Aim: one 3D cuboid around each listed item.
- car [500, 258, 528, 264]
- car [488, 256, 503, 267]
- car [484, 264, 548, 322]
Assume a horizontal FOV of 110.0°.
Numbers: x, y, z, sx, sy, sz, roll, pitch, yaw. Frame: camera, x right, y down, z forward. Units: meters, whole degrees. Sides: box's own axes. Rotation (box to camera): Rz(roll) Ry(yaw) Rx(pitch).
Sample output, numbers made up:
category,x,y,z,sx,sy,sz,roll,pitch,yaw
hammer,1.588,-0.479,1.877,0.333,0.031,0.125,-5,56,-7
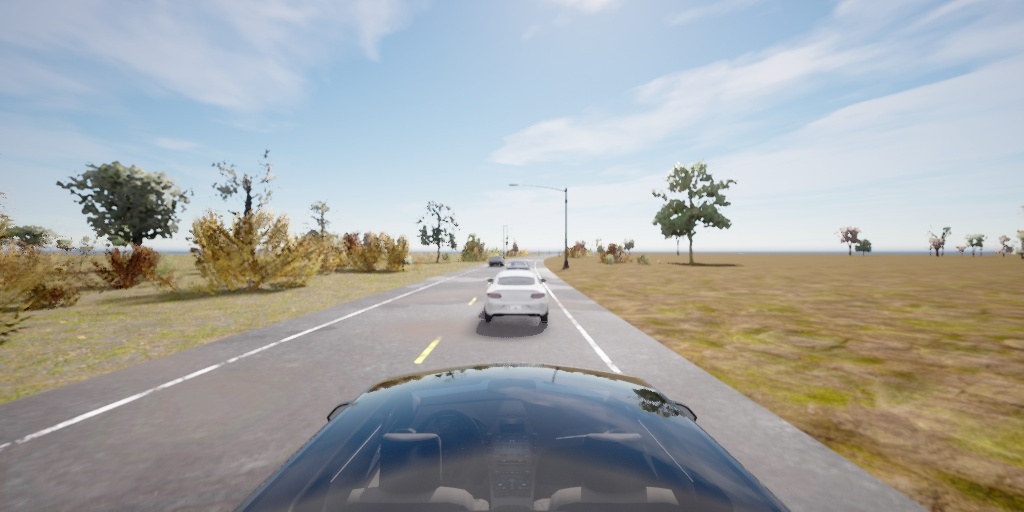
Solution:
category,x,y,z,sx,sy,sz,roll,pitch,yaw
car,0.494,1.039,27.227,2.033,1.411,5.357,0,1,2
car,-2.126,0.739,49.671,1.882,1.535,5.008,0,1,4
car,0.153,1.175,11.706,1.812,1.442,4.674,0,1,1
